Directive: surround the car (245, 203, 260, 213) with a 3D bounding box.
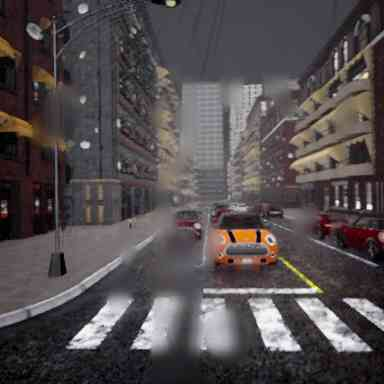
[{"bbox_3d":[9.406,2.425,51.805,1.802,1.307,4.206,-2,-1,3],"label":"car"}]

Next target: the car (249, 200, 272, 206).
[{"bbox_3d":[8.782,1.958,40.731,2.192,1.841,5.009,-2,-1,3],"label":"car"}]

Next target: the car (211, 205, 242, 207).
[{"bbox_3d":[2.316,1.862,21.654,1.882,1.535,5.008,-1,-1,3],"label":"car"}]

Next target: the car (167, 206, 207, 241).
[{"bbox_3d":[-0.314,1.815,18.984,1.967,1.590,4.097,-2,-1,3],"label":"car"}]

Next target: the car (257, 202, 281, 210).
[{"bbox_3d":[8.481,2.109,35.187,1.947,1.339,4.313,-2,-1,3],"label":"car"}]

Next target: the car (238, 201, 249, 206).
[{"bbox_3d":[6.406,2.253,43.203,1.812,1.442,4.674,-1,-1,3],"label":"car"}]

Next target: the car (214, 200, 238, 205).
[{"bbox_3d":[2.879,1.918,31.683,2.097,1.767,4.553,-1,-1,3],"label":"car"}]

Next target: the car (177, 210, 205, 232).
[{"bbox_3d":[-0.003,2.057,24.521,1.802,1.307,4.206,-2,-1,3],"label":"car"}]

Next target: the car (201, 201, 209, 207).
[{"bbox_3d":[3.374,3.092,85.288,1.752,1.417,4.829,-2,-1,3],"label":"car"}]

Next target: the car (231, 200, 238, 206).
[{"bbox_3d":[11.569,3.065,90.753,1.752,1.417,4.829,-2,-1,3],"label":"car"}]

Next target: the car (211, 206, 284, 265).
[{"bbox_3d":[1.810,1.570,12.468,2.097,1.767,4.553,-1,-1,3],"label":"car"}]

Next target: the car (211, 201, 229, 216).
[{"bbox_3d":[3.511,2.114,42.426,2.097,1.767,4.553,-1,-1,4],"label":"car"}]

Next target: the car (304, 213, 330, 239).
[{"bbox_3d":[7.563,1.825,18.568,1.802,1.307,4.206,-2,-1,3],"label":"car"}]

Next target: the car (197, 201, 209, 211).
[{"bbox_3d":[1.841,2.514,57.761,1.967,1.590,4.097,-2,-1,3],"label":"car"}]

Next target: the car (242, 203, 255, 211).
[{"bbox_3d":[9.714,2.524,57.345,1.802,1.307,4.206,-2,-1,3],"label":"car"}]

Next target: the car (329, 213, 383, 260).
[{"bbox_3d":[7.255,1.583,13.031,1.967,1.590,4.097,-2,-1,3],"label":"car"}]

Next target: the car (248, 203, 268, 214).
[{"bbox_3d":[9.097,2.294,46.266,2.008,1.369,4.403,-2,-1,3],"label":"car"}]
